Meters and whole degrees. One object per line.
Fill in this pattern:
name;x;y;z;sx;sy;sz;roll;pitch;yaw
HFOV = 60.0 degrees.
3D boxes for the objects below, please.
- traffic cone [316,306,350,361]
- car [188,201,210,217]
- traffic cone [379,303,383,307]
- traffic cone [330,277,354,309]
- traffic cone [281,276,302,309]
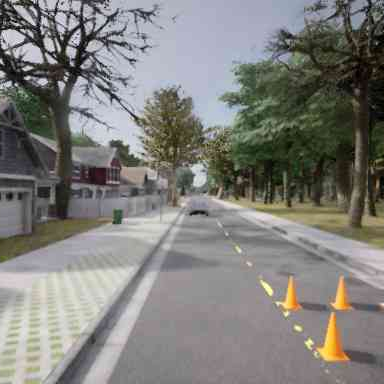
traffic cone;1.965;1.976;4.642;0.340;0.580;0.340;0;0;1
car;0.666;1.603;32.179;2.033;1.411;5.357;0;0;1
traffic cone;3.985;1.993;6.621;0.340;0.580;0.340;0;0;1
traffic cone;2.985;1.986;6.631;0.340;0.580;0.340;0;0;1
traffic cone;1.986;1.979;6.641;0.340;0.580;0.340;0;0;1
